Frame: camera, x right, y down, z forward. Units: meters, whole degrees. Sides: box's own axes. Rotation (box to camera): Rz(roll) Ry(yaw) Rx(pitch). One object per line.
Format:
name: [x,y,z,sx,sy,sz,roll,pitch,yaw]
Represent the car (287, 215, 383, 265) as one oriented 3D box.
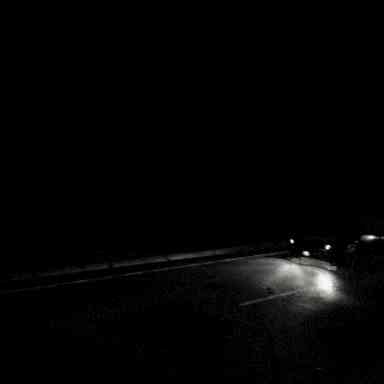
car: [5.860,1.548,11.876,5.357,1.411,2.033,0,0,-32]
